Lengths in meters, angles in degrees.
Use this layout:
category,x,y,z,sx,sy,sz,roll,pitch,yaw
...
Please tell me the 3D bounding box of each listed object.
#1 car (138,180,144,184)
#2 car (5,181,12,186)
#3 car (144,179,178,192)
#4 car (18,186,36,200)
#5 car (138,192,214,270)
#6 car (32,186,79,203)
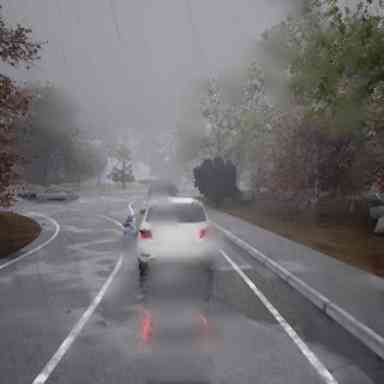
category,x,y,z,sx,sy,sz,roll,pitch,yaw
car,-9.813,-2.355,74.007,4.718,1.301,1.895,2,4,29
car,-36.596,-1.710,63.005,2.128,1.511,4.902,2,4,24
car,-3.486,-0.369,40.676,2.150,2.045,5.566,1,4,15
car,-16.944,0.112,37.620,4.902,1.511,2.128,-1,4,-8
car,-0.589,1.191,11.248,2.150,2.045,5.566,0,1,-4
car,-14.180,0.362,35.127,4.181,1.385,1.994,-1,4,-14
